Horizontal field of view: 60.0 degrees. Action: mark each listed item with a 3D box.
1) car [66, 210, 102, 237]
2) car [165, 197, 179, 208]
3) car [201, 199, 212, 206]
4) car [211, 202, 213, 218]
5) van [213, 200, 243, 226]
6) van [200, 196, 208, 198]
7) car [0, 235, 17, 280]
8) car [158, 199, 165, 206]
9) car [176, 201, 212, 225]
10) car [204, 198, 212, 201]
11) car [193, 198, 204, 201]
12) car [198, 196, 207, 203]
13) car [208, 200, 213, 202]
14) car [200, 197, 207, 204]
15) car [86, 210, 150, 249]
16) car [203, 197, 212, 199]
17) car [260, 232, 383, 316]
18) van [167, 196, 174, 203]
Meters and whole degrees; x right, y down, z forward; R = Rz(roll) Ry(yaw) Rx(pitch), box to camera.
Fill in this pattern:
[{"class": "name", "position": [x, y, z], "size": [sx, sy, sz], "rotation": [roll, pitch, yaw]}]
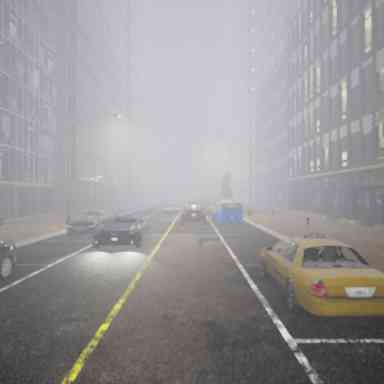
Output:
[{"class": "car", "position": [-5.664, 1.700, 18.884], "size": [2.008, 1.369, 4.403], "rotation": [0, 0, 0]}, {"class": "car", "position": [-2.984, 1.934, 55.615], "size": [1.812, 1.442, 4.674], "rotation": [0, 0, 0]}, {"class": "car", "position": [2.783, 2.007, 64.451], "size": [1.887, 1.381, 4.507], "rotation": [0, 0, 0]}, {"class": "car", "position": [2.733, 1.814, 30.266], "size": [1.802, 1.307, 4.206], "rotation": [0, 0, 0]}, {"class": "van", "position": [2.725, 1.533, 24.570], "size": [1.690, 1.788, 3.998], "rotation": [0, 0, 0]}, {"class": "van", "position": [2.775, 1.769, 58.754], "size": [1.690, 1.788, 3.998], "rotation": [0, 0, 0]}, {"class": "car", "position": [-5.681, 1.612, 7.490], "size": [2.008, 1.369, 4.403], "rotation": [0, 0, 0]}, {"class": "car", "position": [-5.597, 2.044, 64.463], "size": [1.802, 1.307, 4.206], "rotation": [0, 0, 0]}, {"class": "car", "position": [0.138, 1.706, 26.170], "size": [2.163, 1.488, 4.792], "rotation": [0, 0, 0]}, {"class": "car", "position": [2.750, 1.839, 41.830], "size": [1.752, 1.417, 4.829], "rotation": [0, 0, 0]}, {"class": "car", "position": [0.162, 1.824, 42.842], "size": [2.163, 1.488, 4.792], "rotation": [0, 0, 0]}, {"class": "car", "position": [2.817, 1.908, 87.240], "size": [2.192, 1.841, 5.009], "rotation": [0, 0, 0]}, {"class": "car", "position": [2.741, 1.855, 35.963], "size": [1.802, 1.307, 4.206], "rotation": [0, 0, 0]}, {"class": "car", "position": [2.808, 2.086, 81.710], "size": [1.752, 1.417, 4.829], "rotation": [0, 0, 0]}, {"class": "car", "position": [-3.076, 1.685, 15.141], "size": [1.994, 1.385, 4.181], "rotation": [0, 0, 0]}, {"class": "car", "position": [2.767, 1.942, 53.055], "size": [2.008, 1.369, 4.403], "rotation": [0, 0, 0]}, {"class": "car", "position": [2.700, 1.589, 7.647], "size": [1.752, 1.417, 4.829], "rotation": [0, 0, 0]}, {"class": "van", "position": [-5.564, 1.933, 87.253], "size": [1.690, 1.788, 3.998], "rotation": [0, 0, 0]}]
